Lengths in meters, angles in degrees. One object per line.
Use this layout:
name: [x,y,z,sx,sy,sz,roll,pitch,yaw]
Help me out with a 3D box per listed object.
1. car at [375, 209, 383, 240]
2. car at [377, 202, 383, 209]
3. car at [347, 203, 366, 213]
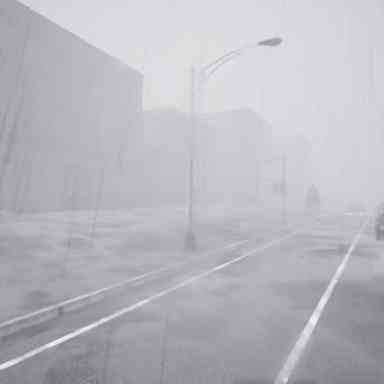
car: [10.880,1.777,17.708,1.895,1.301,4.718,-1,-1,30]
car: [18.905,1.697,31.761,2.097,1.767,4.553,-1,-1,30]
car: [22.101,2.098,44.584,1.994,1.385,4.181,-1,-1,30]
